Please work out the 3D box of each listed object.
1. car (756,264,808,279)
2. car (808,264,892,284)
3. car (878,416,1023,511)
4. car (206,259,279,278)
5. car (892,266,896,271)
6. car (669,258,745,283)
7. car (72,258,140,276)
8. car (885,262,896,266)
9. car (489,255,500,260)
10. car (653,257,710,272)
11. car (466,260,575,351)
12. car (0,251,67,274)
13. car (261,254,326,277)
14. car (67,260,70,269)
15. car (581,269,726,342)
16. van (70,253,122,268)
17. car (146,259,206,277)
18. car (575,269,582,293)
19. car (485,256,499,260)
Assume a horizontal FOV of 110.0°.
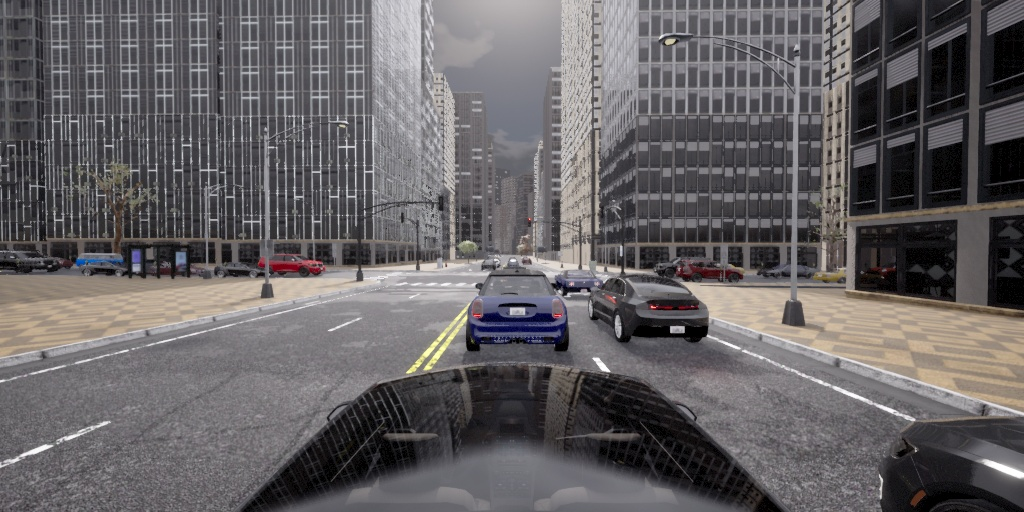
[{"bbox_3d":[27.231,1.504,35.278,5.357,1.411,2.033,0,1,1],"label":"car"},{"bbox_3d":[27.689,1.579,29.491,4.829,1.417,1.751,0,0,1],"label":"car"},{"bbox_3d":[3.344,1.255,0.318,1.837,1.490,4.892,0,0,0],"label":"car"},{"bbox_3d":[-22.683,1.174,30.302,4.313,1.339,1.948,0,0,1],"label":"car"},{"bbox_3d":[33.159,1.684,29.387,4.207,1.307,1.802,0,0,1],"label":"car"},{"bbox_3d":[16.241,1.269,29.707,5.009,1.841,2.192,0,0,1],"label":"car"},{"bbox_3d":[-34.047,1.069,30.628,4.313,1.339,1.948,0,0,1],"label":"car"},{"bbox_3d":[37.483,1.398,35.067,4.553,1.767,2.097,0,1,1],"label":"car"},{"bbox_3d":[-3.228,0.925,60.594,2.150,2.045,5.566,0,0,0],"label":"car"},{"bbox_3d":[16.986,1.089,35.467,5.566,2.045,2.150,1,1,1],"label":"car"},{"bbox_3d":[0.112,1.098,9.111,2.097,1.767,4.553,0,0,0],"label":"car"},{"bbox_3d":[-45.907,0.570,33.546,5.566,2.045,2.150,1,1,2],"label":"car"},{"bbox_3d":[-20.228,0.808,32.950,5.566,2.045,2.150,0,1,1],"label":"car"},{"bbox_3d":[-50.905,0.793,39.433,4.207,1.307,1.802,0,0,1],"label":"car"},{"bbox_3d":[3.363,1.251,9.717,1.837,1.490,4.892,0,0,0],"label":"car"},{"bbox_3d":[-45.223,0.605,39.308,3.998,1.789,1.690,0,0,1],"label":"van"},{"bbox_3d":[-28.367,1.138,30.445,4.207,1.307,1.802,0,0,1],"label":"car"},{"bbox_3d":[3.380,1.341,19.027,1.895,1.301,4.718,0,0,0],"label":"car"},{"bbox_3d":[-3.260,1.192,50.645,1.882,1.535,5.008,0,0,0],"label":"car"}]
